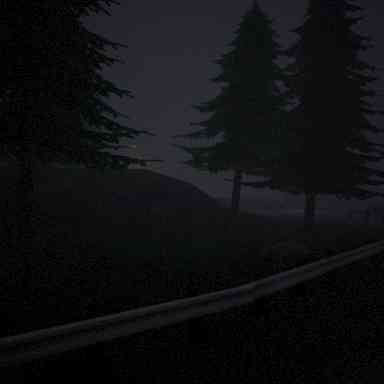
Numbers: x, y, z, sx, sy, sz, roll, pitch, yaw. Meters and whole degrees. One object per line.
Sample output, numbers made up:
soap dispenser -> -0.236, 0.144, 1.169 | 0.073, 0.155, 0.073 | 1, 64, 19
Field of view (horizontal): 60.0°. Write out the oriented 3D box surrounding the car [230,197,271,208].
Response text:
car -> 8.429, 1.531, 48.117 | 5.357, 1.411, 2.033 | 0, 0, 34

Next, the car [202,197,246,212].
car -> 3.433, 1.339, 38.825 | 4.553, 1.767, 2.097 | 0, 0, 34

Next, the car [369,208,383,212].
car -> 18.346, 1.555, 28.805 | 5.357, 1.411, 2.033 | 0, 0, 34

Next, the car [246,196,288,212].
car -> 8.845, 1.493, 39.402 | 4.902, 1.511, 2.128 | 0, 0, 34

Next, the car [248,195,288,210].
car -> 9.775, 1.348, 42.996 | 4.553, 1.767, 2.097 | 0, 0, 34
